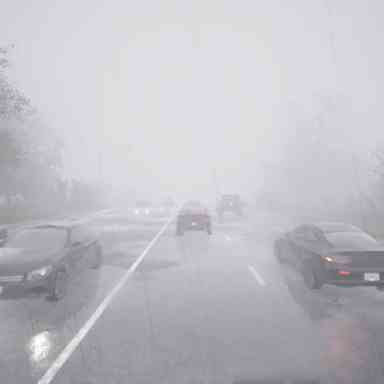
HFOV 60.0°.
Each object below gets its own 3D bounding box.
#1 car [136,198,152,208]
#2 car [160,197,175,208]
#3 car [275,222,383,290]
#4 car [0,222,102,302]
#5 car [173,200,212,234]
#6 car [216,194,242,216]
[{"bbox_3d":[-7.075,1.610,49.054,1.895,1.301,4.718,0,0,0],"label":"car"},{"bbox_3d":[-3.576,1.514,48.813,1.837,1.490,4.892,0,0,0],"label":"car"},{"bbox_3d":[3.600,1.527,8.958,1.812,1.442,4.674,0,0,0],"label":"car"},{"bbox_3d":[-3.600,1.527,8.413,1.812,1.442,4.674,0,0,0],"label":"car"},{"bbox_3d":[0.101,1.481,19.455,1.882,1.535,5.008,0,0,0],"label":"car"},{"bbox_3d":[3.601,1.227,32.929,2.150,2.045,5.566,0,0,0],"label":"car"}]
